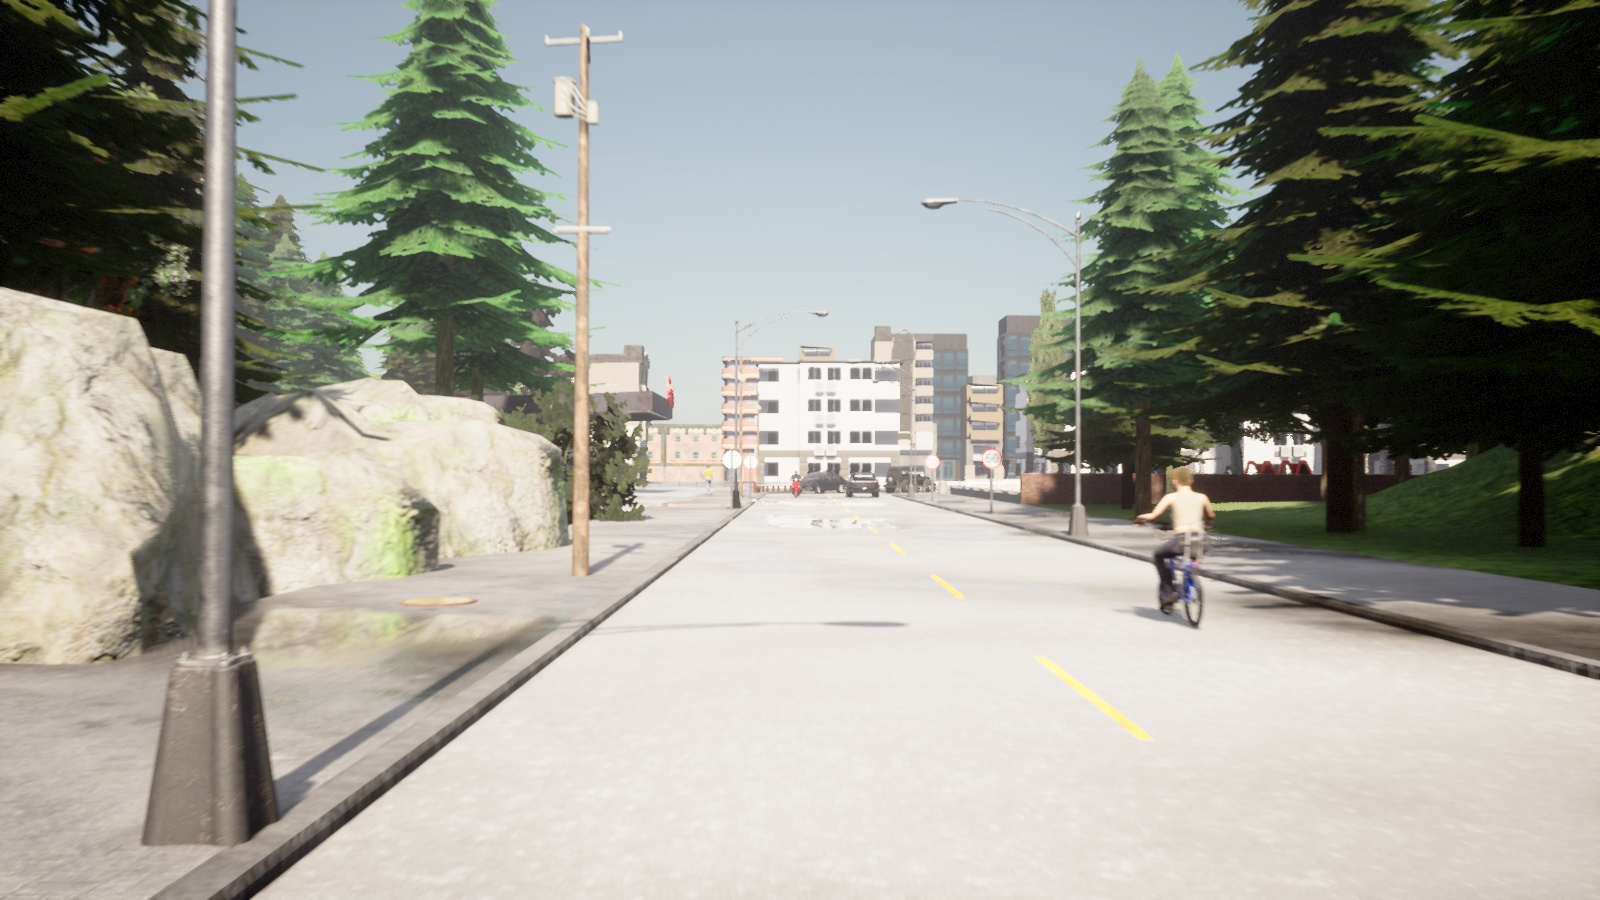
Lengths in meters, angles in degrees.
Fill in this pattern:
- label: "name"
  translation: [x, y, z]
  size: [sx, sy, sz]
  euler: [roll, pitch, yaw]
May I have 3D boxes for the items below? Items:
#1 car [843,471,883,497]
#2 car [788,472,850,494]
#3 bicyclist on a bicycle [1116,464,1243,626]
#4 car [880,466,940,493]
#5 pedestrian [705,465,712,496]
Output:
- label: "car"
  translation: [3.761, 2.017, 75.802]
  size: [2.128, 1.511, 4.902]
  euler: [0, -1, 0]
- label: "car"
  translation: [1.354, 2.259, 86.732]
  size: [1.837, 1.490, 4.892]
  euler: [-1, -1, 34]
- label: "bicyclist on a bicycle"
  translation: [3.963, 0.956, 13.245]
  size: [0.866, 1.612, 1.509]
  euler: [0, -1, 0]
- label: "car"
  translation: [7.691, 2.041, 87.741]
  size: [3.866, 1.878, 1.905]
  euler: [1, -2, -39]
- label: "pedestrian"
  translation: [-5.435, 1.792, 74.881]
  size: [0.354, 1.836, 0.706]
  euler: [0, -1, -10]
